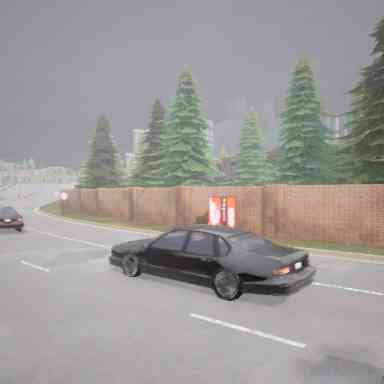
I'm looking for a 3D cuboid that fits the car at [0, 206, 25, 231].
[{"bbox_3d":[-11.399,1.548,19.560,2.033,1.411,5.357,0,0,-40],"label":"car"}]

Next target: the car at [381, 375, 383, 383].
[{"bbox_3d":[3.569,1.601,1.543,4.718,1.301,1.895,0,0,34],"label":"car"}]

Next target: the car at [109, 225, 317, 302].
[{"bbox_3d":[0.222,1.547,8.348,5.357,1.411,2.033,0,0,39],"label":"car"}]

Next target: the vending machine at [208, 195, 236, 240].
[{"bbox_3d":[1.481,1.195,16.321,0.880,2.100,1.100,0,0,42],"label":"vending machine"}]
